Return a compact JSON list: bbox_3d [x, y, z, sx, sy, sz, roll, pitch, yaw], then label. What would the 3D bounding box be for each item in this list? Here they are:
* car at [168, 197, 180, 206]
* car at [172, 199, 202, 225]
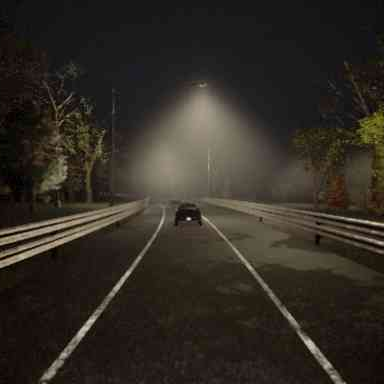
[{"bbox_3d":[-2.750,1.507,53.019,2.033,1.411,5.357,0,0,-8],"label":"car"},{"bbox_3d":[-0.340,1.502,24.318,1.837,1.490,4.892,1,0,-3],"label":"car"}]
